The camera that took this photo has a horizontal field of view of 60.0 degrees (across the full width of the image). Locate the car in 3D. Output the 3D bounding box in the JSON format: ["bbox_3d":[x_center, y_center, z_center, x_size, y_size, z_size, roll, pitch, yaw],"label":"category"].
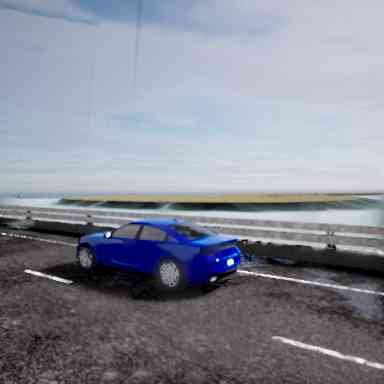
[{"bbox_3d":[-1.123,1.459,9.111,5.008,1.535,1.882,0,0,36],"label":"car"}]
